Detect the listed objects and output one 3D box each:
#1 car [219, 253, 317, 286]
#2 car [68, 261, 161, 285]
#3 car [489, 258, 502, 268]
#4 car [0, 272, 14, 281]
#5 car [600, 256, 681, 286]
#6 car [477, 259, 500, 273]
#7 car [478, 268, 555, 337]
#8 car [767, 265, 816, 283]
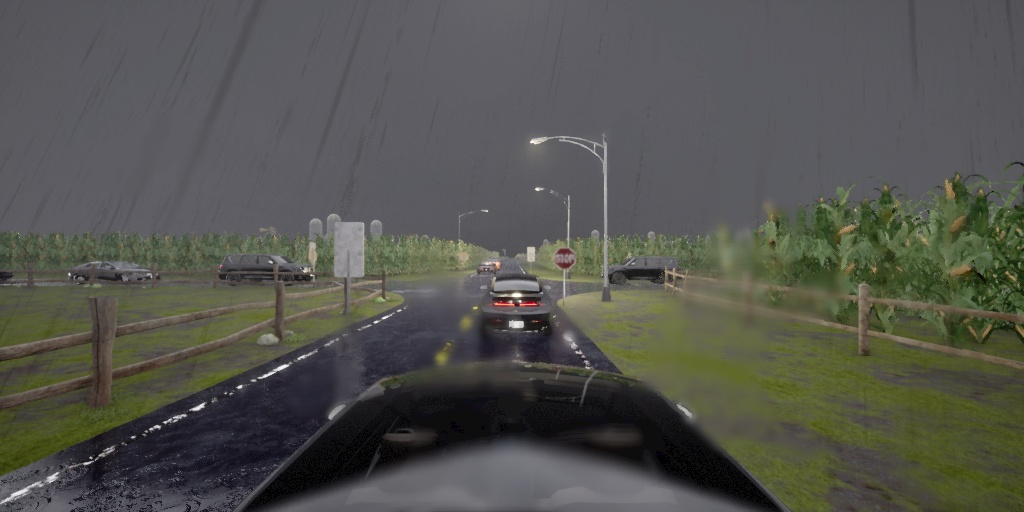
[{"bbox_3d":[-15.823,0.870,23.357,5.566,2.045,2.150,0,-1,0],"label":"car"},{"bbox_3d":[-25.873,1.086,23.452,4.902,1.511,2.128,0,-1,1],"label":"car"},{"bbox_3d":[-2.757,1.086,51.018,2.097,1.767,4.553,0,0,0],"label":"car"},{"bbox_3d":[-36.151,1.143,23.575,4.718,1.301,1.895,0,-1,1],"label":"car"},{"bbox_3d":[9.252,1.053,25.998,5.566,2.045,2.150,0,-1,1],"label":"car"},{"bbox_3d":[-2.786,1.304,40.928,1.994,1.385,4.181,0,0,0],"label":"car"},{"bbox_3d":[0.111,1.256,10.283,1.837,1.490,4.892,0,0,0],"label":"car"},{"bbox_3d":[21.110,1.402,25.858,4.902,1.511,2.128,0,-1,1],"label":"car"}]
